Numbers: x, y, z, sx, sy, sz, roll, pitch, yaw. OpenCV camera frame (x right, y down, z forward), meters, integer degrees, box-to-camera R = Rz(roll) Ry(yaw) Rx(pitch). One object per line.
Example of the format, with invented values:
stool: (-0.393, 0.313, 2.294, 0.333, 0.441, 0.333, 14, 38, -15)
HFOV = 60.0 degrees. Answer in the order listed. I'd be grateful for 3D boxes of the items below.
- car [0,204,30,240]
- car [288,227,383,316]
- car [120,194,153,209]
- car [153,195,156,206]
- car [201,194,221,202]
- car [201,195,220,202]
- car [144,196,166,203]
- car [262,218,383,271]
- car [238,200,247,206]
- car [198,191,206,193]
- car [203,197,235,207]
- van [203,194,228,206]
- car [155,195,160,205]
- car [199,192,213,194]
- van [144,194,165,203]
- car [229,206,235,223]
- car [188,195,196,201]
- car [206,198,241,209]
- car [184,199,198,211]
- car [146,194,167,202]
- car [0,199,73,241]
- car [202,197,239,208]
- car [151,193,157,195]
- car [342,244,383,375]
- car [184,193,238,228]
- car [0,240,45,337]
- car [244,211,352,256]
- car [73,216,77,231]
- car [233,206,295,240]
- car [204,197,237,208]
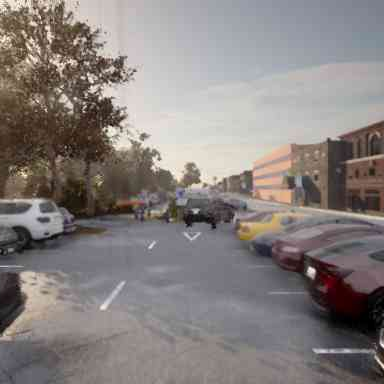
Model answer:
car: (-8.577, 1.434, 11.665, 4.553, 1.767, 2.185, 0, 0, 0)
car: (4.566, 1.552, 6.229, 4.792, 1.488, 2.163, 0, 0, 0)
car: (-8.207, 1.458, 46.200, 4.553, 1.767, 2.185, 0, 0, 0)
car: (-8.227, 1.597, 48.898, 5.008, 1.535, 2.097, 0, 0, 0)
car: (4.377, 1.433, 77.309, 4.553, 1.767, 2.185, 0, 1, 0)
car: (4.412, 1.562, 80.137, 4.674, 1.452, 2.002, 0, 1, 0)
car: (-8.201, 1.626, 74.459, 4.792, 1.488, 2.163, 0, 1, 0)
car: (4.533, 1.581, 9.012, 4.674, 1.452, 2.002, 0, 0, 0)
car: (4.300, 1.585, 40.555, 4.792, 1.488, 2.163, 0, 0, 0)
car: (4.401, 1.288, 88.611, 4.553, 1.767, 2.185, 0, 1, 0)
car: (4.354, 1.623, 54.684, 5.008, 1.535, 2.097, 0, 0, 0)
van: (4.255, 1.424, 60.337, 4.442, 1.987, 1.878, 0, 0, 0)
car: (-8.225, 1.625, 54.670, 4.892, 1.521, 2.231, 0, 0, 0)
car: (4.394, 1.385, 57.511, 5.566, 2.045, 2.435, 0, 0, 0)
van: (-8.058, 1.407, 71.629, 4.442, 1.987, 1.878, 0, 1, 0)
car: (4.516, 1.636, 17.220, 4.674, 1.452, 2.002, -1, 0, 0)
car: (0.006, 1.440, 83.349, 2.033, 1.411, 5.357, 0, 1, 0)
car: (4.339, 1.623, 46.207, 4.674, 1.452, 2.002, 0, 0, 0)
car: (-0.096, 1.616, 43.548, 1.812, 1.442, 4.674, 0, 0, 1)
car: (-8.132, 1.436, 77.154, 4.553, 1.767, 2.185, 0, 1, 0)
car: (-8.576, 1.328, 14.576, 5.566, 2.045, 2.435, 0, 0, 0)
car: (4.162, 1.593, 49.033, 5.366, 1.575, 1.946, 0, 0, 0)
car: (-8.170, 1.413, 63.018, 5.566, 2.045, 2.435, 0, 0, 0)
car: (4.545, 1.504, 3.446, 4.892, 1.521, 2.231, 0, 0, 0)
car: (1.288, 1.369, 23.911, 2.150, 2.045, 5.566, -1, 0, 23)
car: (-3.596, 1.570, 3.081, 2.033, 1.411, 5.357, 0, 0, 0)
car: (4.505, 1.589, 11.795, 4.792, 1.488, 2.163, 0, 0, 0)
car: (-8.518, 1.472, 17.361, 4.553, 1.767, 2.185, 0, 0, 0)
car: (4.718, 1.575, 14.579, 5.366, 1.575, 1.946, 0, 0, 0)
car: (4.358, 1.610, 51.859, 5.008, 1.535, 2.097, 0, 0, 0)
